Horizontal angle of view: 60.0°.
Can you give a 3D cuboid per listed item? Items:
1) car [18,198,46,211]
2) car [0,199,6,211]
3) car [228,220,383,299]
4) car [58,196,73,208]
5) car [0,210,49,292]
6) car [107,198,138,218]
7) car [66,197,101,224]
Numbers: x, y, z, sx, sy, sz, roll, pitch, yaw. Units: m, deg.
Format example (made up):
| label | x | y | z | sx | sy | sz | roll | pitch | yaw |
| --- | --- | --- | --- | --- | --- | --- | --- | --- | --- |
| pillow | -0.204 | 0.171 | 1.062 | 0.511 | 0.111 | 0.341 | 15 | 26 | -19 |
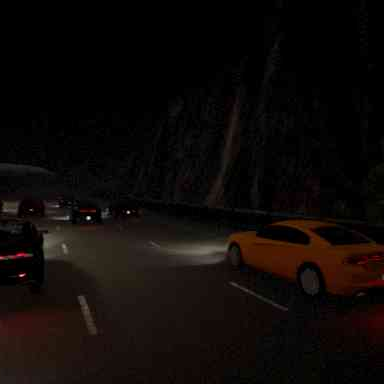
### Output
| label | x | y | z | sx | sy | sz | roll | pitch | yaw |
| --- | --- | --- | --- | --- | --- | --- | --- | --- | --- |
| car | -13.521 | 1.210 | 28.148 | 1.882 | 1.535 | 5.008 | 0 | 1 | -24 |
| car | -18.288 | 1.166 | 30.262 | 1.837 | 1.490 | 4.892 | 0 | 1 | -24 |
| car | 2.766 | 1.478 | 8.698 | 1.882 | 1.535 | 5.008 | 0 | 0 | -24 |
| car | -14.614 | 1.143 | 39.237 | 1.994 | 1.385 | 4.181 | 0 | 1 | -24 |
| car | -4.736 | 1.446 | 8.346 | 2.128 | 1.511 | 4.902 | 0 | 0 | -24 |
| car | -6.022 | 1.307 | 28.506 | 1.837 | 1.490 | 4.892 | 0 | 1 | -24 |
| car | -7.562 | 1.343 | 23.345 | 1.837 | 1.490 | 4.892 | 0 | 1 | -24 |
